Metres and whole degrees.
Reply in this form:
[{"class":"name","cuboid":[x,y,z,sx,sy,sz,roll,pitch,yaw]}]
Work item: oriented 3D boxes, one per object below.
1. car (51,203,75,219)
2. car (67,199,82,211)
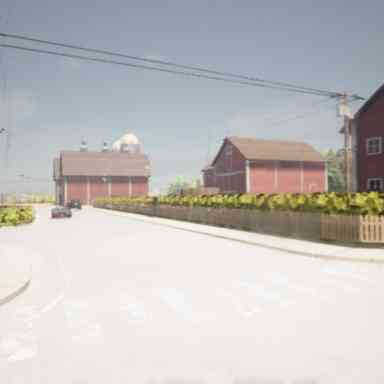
[{"class":"car","cuboid":[-14.597,2.255,37.143,1.994,1.385,4.181,-1,-1,-25]},{"class":"car","cuboid":[-21.006,2.283,59.394,2.150,2.045,5.566,-1,-1,-25]}]
